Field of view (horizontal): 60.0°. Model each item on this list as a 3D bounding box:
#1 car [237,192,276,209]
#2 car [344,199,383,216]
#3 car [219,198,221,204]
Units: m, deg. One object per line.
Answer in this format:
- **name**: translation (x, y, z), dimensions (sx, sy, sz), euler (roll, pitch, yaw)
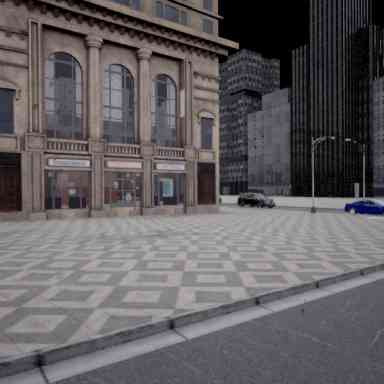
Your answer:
- **car**: translation (8.269, 1.118, 43.221), dimensions (2.150, 2.045, 5.566), euler (-1, 2, -34)
- **car**: translation (16.717, 1.426, 30.727), dimensions (1.882, 1.535, 5.008), euler (-1, 1, -35)
- **car**: translation (2.940, 1.314, 56.711), dimensions (1.882, 1.535, 5.008), euler (-1, 1, -34)
